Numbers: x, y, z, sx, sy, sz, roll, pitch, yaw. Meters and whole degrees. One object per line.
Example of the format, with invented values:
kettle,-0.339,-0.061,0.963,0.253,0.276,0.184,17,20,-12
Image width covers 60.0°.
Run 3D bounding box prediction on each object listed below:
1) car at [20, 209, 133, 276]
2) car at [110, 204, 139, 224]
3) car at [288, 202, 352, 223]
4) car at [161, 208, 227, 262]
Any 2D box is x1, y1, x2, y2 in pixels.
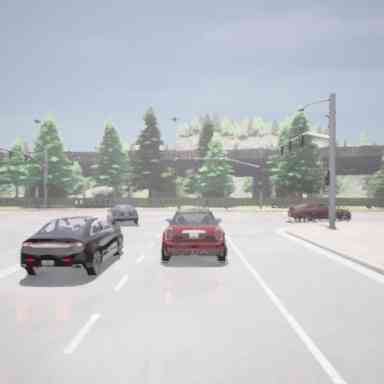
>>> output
car,-3.440,1.508,10.391,2.128,1.511,4.902,0,0,0
car,-5.241,1.573,24.809,2.033,1.411,5.357,0,0,-19
car,9.629,1.513,25.188,4.674,1.442,1.812,0,-1,-7
car,0.070,1.374,12.438,2.097,1.767,4.553,0,0,0
